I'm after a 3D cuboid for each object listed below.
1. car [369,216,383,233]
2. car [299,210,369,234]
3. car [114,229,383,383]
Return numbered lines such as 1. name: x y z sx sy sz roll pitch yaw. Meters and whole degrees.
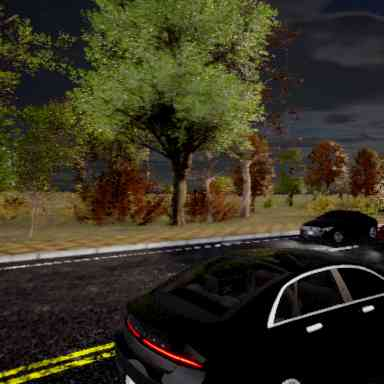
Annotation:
1. car: 10.043 1.594 14.338 5.008 1.535 1.882 1 0 -33
2. car: 7.391 1.624 16.493 4.674 1.442 1.812 1 0 -33
3. car: 1.444 1.527 4.422 4.892 1.490 1.837 0 0 -35
